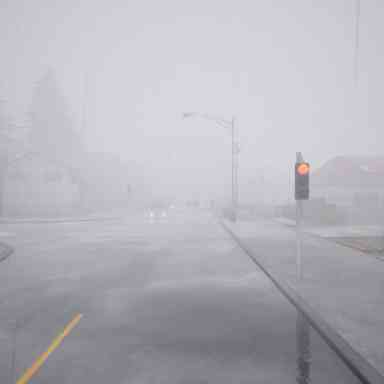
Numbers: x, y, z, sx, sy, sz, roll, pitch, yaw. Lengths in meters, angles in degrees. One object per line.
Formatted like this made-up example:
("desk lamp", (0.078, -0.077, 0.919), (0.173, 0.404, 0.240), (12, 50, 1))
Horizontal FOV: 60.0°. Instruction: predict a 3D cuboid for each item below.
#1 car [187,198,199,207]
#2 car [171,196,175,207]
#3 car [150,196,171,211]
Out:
("car", (0.148, 1.601, 51.461), (1.895, 1.301, 4.718), (0, 0, 0))
("car", (-4.049, 1.526, 50.785), (1.812, 1.442, 4.674), (0, 0, 0))
("car", (-4.062, 1.505, 41.574), (1.837, 1.490, 4.892), (0, 0, 0))
